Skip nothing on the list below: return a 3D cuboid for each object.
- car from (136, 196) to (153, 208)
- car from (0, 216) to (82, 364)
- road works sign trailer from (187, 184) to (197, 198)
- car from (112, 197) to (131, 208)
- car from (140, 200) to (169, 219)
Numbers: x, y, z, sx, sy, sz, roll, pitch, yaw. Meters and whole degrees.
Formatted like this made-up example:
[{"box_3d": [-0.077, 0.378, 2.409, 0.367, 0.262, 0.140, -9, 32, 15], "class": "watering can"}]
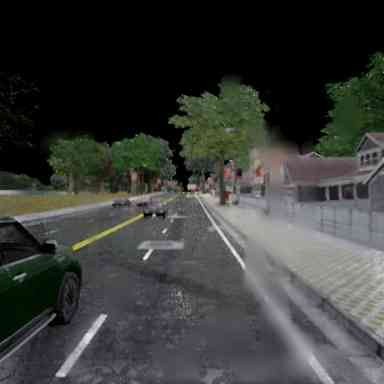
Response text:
[{"box_3d": [-6.590, 1.363, 46.957, 1.882, 1.535, 5.008, 0, 1, 0], "class": "car"}, {"box_3d": [-3.154, 1.242, 3.981, 2.150, 2.045, 5.566, 0, 0, 0], "class": "car"}, {"box_3d": [-0.020, -0.239, 85.371, 2.380, 3.560, 2.880, 0, 1, 1], "class": "road works sign trailer"}, {"box_3d": [-9.841, 1.433, 46.938, 2.033, 1.411, 5.357, 0, 1, 0], "class": "car"}, {"box_3d": [-3.156, 1.645, 29.953, 1.895, 1.301, 4.718, 0, 0, 0], "class": "car"}]
